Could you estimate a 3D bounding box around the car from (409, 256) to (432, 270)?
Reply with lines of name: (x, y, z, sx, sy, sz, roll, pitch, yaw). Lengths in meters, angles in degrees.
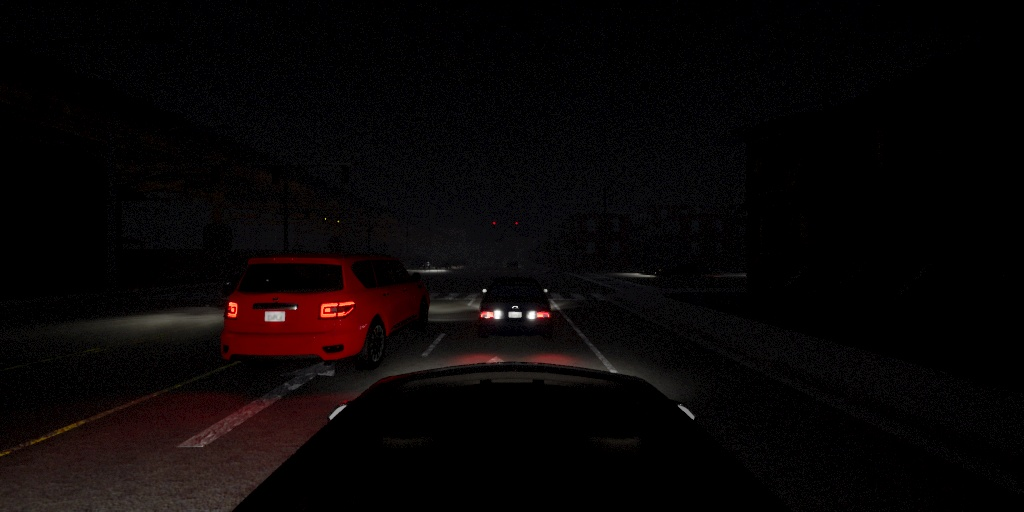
car: (-14.059, 0.971, 55.623, 2.150, 2.045, 5.566, 0, 0, 0)

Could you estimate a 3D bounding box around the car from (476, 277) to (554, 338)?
car: (0.085, 1.297, 10.146, 2.033, 1.411, 5.357, 0, 0, 0)

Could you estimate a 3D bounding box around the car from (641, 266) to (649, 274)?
car: (17.113, 1.297, 39.387, 5.357, 1.411, 2.033, 0, 0, 2)

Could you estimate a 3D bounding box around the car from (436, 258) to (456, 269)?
car: (-10.563, 1.241, 55.415, 2.128, 1.511, 4.902, 0, 0, 0)

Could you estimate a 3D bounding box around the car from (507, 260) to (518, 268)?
car: (0.096, 1.351, 63.062, 1.895, 1.301, 4.718, 0, 0, 0)

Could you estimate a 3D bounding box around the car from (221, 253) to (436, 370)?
car: (-3.424, 0.971, 7.893, 2.150, 2.045, 5.566, 0, 0, 0)

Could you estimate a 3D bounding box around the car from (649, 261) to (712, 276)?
car: (17.006, 1.297, 35.903, 5.357, 1.411, 2.033, 0, 0, 0)
